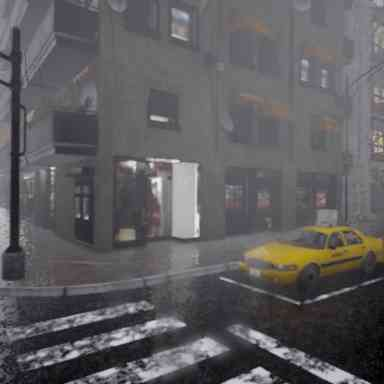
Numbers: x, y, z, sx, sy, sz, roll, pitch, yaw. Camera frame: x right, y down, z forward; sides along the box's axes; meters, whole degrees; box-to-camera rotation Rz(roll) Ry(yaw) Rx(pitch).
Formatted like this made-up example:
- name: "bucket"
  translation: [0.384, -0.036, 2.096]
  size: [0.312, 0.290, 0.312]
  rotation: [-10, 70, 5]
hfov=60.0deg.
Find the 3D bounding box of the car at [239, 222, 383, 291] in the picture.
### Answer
- name: "car"
  translation: [3.401, 1.516, 8.974]
  size: [4.829, 1.417, 1.752]
  rotation: [0, 1, -35]
